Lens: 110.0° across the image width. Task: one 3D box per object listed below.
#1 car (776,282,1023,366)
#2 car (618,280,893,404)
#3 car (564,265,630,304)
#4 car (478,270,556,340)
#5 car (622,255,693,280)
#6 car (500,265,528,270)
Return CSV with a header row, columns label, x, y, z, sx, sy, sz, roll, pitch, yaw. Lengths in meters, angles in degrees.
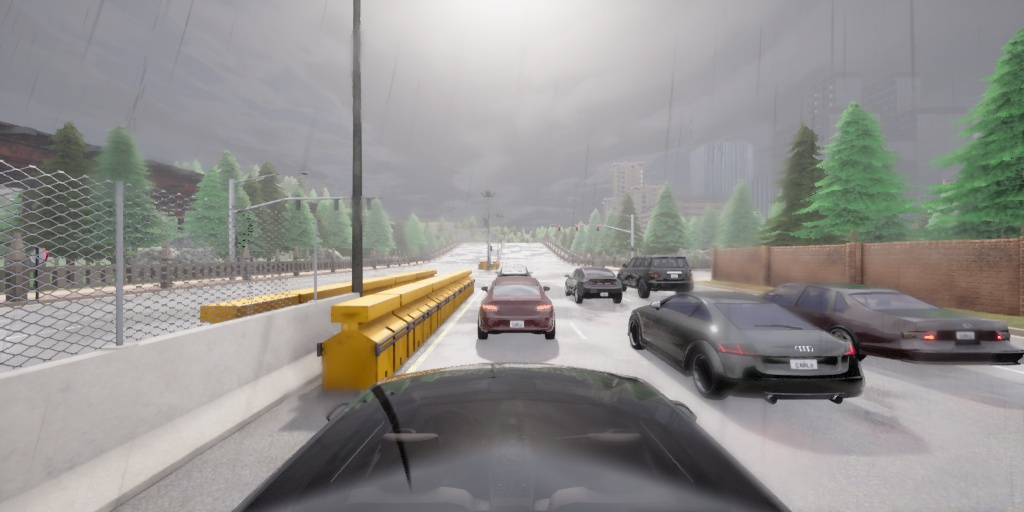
label,x,y,z,sx,sy,sz,roll,pitch,yaw
car,7.103,1.297,8.124,2.033,1.411,5.357,0,0,0
car,3.604,1.314,6.458,1.994,1.385,4.181,0,0,-1
car,3.605,1.255,16.424,1.837,1.490,4.892,0,0,0
car,0.104,1.276,9.884,1.812,1.442,4.674,0,0,0
car,7.105,0.972,18.366,2.150,2.045,5.566,0,0,0
car,0.107,1.241,19.130,2.128,1.511,4.902,0,0,0
